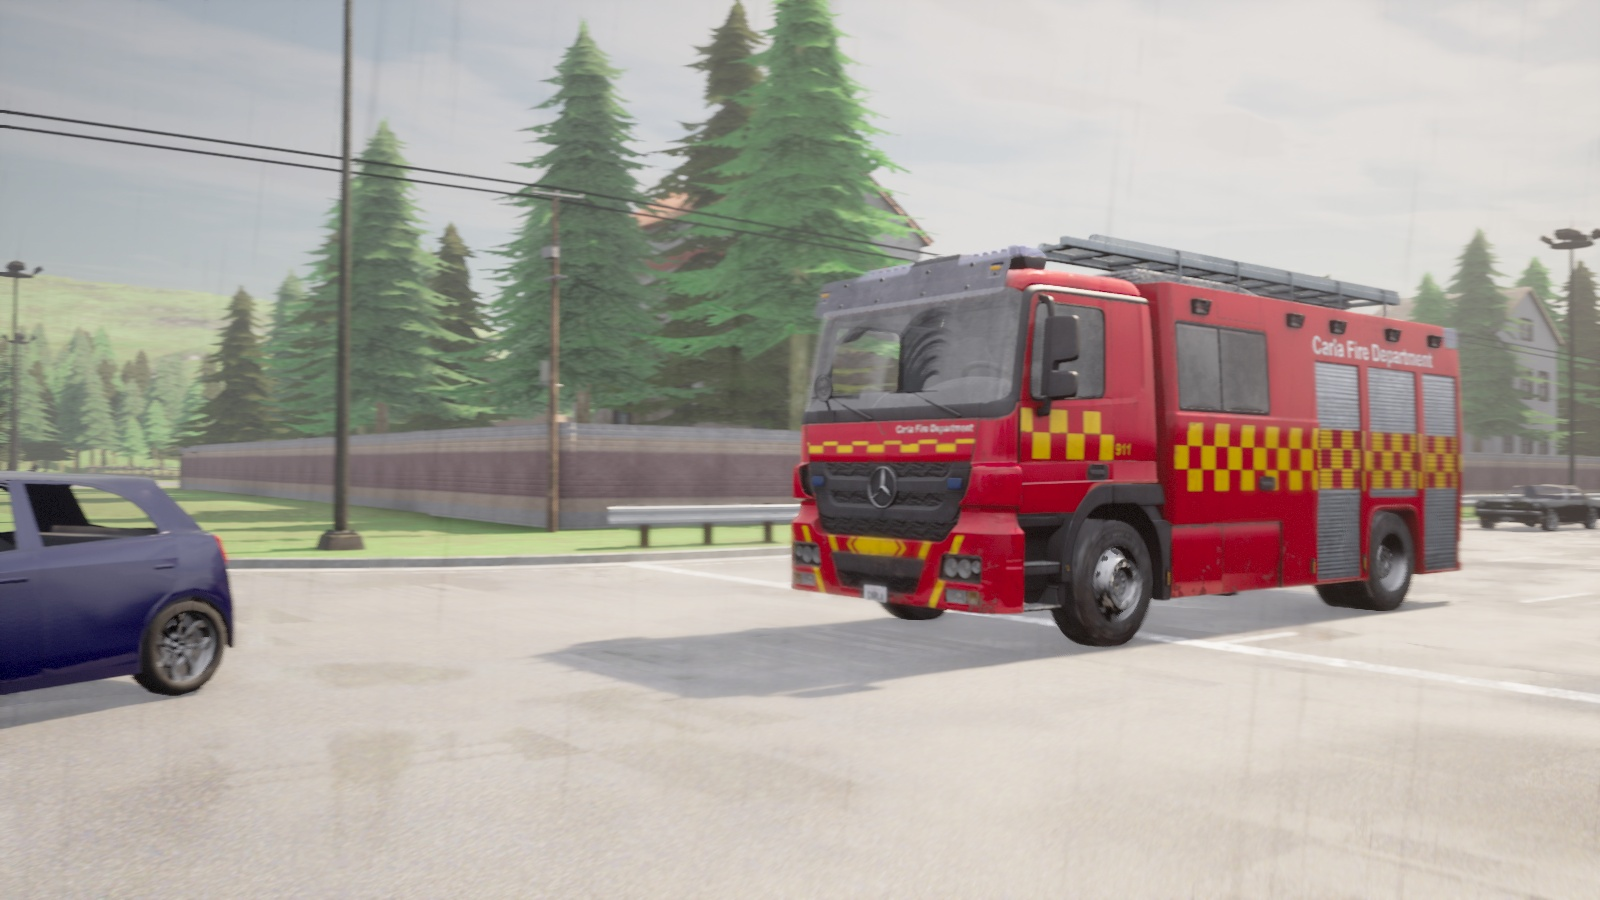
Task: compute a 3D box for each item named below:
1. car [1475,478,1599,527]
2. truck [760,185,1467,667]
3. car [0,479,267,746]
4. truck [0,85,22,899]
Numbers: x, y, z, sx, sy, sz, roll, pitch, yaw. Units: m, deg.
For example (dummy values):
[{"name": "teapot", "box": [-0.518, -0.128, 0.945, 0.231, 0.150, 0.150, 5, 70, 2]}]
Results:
[{"name": "car", "box": [21.721, 1.492, 36.562, 4.718, 1.301, 1.895, 1, -1, -38]}, {"name": "truck", "box": [3.832, -0.136, 13.725, 8.468, 3.827, 2.891, 1, -1, -38]}, {"name": "car", "box": [-5.372, 0.943, 7.601, 1.845, 1.501, 3.633, -1, -1, 26]}, {"name": "truck", "box": [-3.443, 0.333, 0.583, 2.627, 2.467, 5.204, 0, -1, 5]}]
